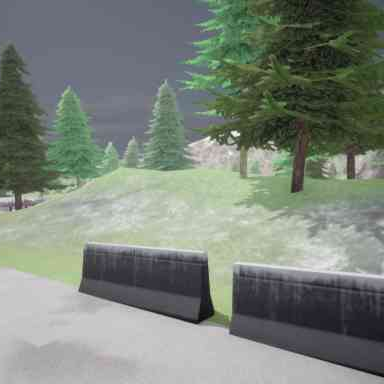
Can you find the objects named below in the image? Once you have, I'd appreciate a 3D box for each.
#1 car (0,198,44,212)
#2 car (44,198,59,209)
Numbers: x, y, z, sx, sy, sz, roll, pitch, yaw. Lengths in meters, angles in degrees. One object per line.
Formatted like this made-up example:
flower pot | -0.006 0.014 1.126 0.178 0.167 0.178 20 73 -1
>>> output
car | -19.374 1.472 37.156 1.994 1.385 4.181 0 0 45
car | -19.087 1.459 42.269 4.181 1.385 1.994 0 0 -42
